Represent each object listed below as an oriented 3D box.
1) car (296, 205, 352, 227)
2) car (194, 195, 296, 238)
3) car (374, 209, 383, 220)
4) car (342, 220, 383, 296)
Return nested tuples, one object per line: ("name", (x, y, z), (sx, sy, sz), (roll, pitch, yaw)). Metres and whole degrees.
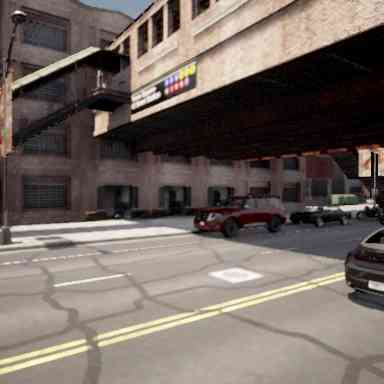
("car", (8.760, 1.584, 22.514), (4.718, 1.301, 1.895), (0, 0, -36))
("car", (2.763, 1.222, 18.185), (5.566, 2.045, 2.435), (0, 0, -36))
("car", (14.880, 1.511, 23.071), (4.674, 1.442, 1.812), (0, 0, -35))
("car", (5.424, 1.500, 7.614), (4.892, 1.490, 1.837), (0, 0, -35))
